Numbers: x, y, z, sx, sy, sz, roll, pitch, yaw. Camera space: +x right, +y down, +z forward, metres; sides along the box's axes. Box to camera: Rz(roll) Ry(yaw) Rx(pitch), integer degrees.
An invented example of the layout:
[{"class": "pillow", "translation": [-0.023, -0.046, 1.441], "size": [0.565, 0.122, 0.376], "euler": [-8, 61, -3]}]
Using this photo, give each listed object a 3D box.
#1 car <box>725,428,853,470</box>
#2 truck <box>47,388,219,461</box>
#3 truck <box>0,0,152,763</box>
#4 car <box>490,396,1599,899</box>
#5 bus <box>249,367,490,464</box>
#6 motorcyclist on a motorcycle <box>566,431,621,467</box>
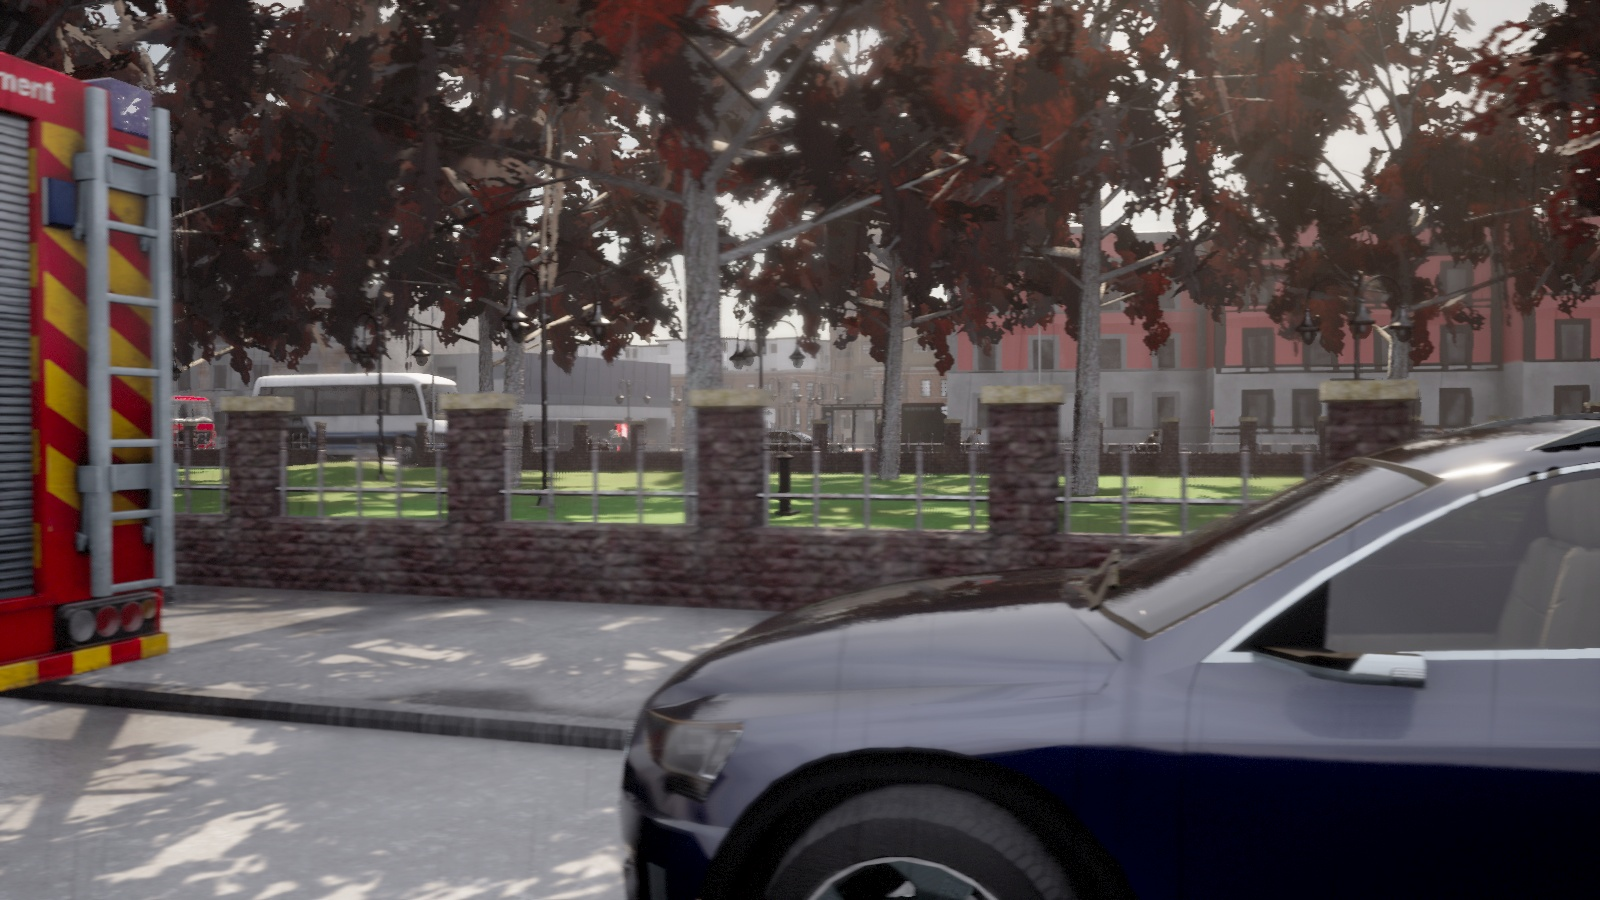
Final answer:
[{"class": "car", "translation": [-0.441, -0.072, 51.656], "size": [4.856, 1.649, 2.033], "euler": [1, 1, 19]}, {"class": "truck", "translation": [-33.281, -1.285, 62.673], "size": [7.936, 3.462, 2.891], "euler": [1, 1, 19]}, {"class": "truck", "translation": [-7.964, -0.472, 6.496], "size": [8.468, 3.827, 2.891], "euler": [0, 1, 15]}, {"class": "car", "translation": [1.898, 0.712, 3.244], "size": [4.856, 1.649, 2.033], "euler": [0, 1, 15]}, {"class": "bus", "translation": [-19.931, -1.557, 58.191], "size": [10.273, 4.253, 3.944], "euler": [0, 1, 19]}, {"class": "motorcyclist on a motorcycle", "translation": [-8.955, -0.045, 54.521], "size": [2.191, 1.530, 0.866], "euler": [1, 1, 19]}]
